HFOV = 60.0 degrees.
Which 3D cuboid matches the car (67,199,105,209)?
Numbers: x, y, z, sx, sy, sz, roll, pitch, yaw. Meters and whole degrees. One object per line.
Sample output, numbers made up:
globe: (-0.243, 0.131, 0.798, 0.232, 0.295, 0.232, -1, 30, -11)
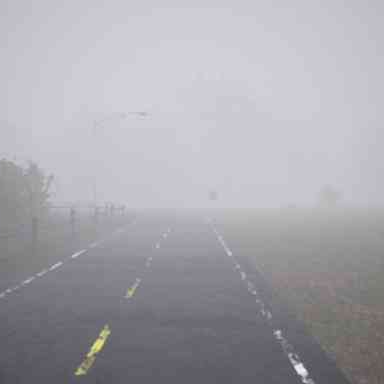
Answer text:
car: (-14.512, 1.668, 45.792, 4.718, 1.301, 1.895, -1, -1, 0)
